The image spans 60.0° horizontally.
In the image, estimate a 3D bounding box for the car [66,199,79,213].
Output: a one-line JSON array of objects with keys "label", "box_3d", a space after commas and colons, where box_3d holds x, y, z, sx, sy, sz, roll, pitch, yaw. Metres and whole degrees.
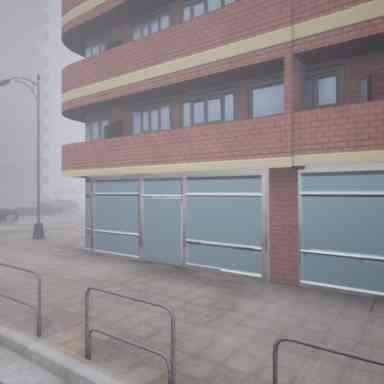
[{"label": "car", "box_3d": [-14.405, 1.505, 35.446, 1.837, 1.490, 4.892, 0, 0, 36]}]

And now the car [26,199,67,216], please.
[{"label": "car", "box_3d": [-14.121, 1.601, 29.910, 1.895, 1.301, 4.718, 0, 0, 36]}]

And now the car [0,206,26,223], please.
[{"label": "car", "box_3d": [-14.589, 1.477, 22.981, 1.882, 1.535, 5.008, 0, 0, 36]}]
